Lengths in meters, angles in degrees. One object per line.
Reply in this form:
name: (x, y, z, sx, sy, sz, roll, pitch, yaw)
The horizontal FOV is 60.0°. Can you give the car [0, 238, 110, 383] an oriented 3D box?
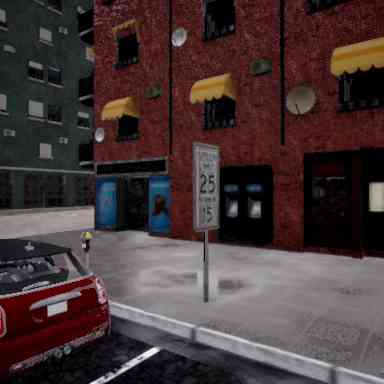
car: (-3.215, 1.439, 5.170, 4.097, 1.590, 1.967, 0, 0, 36)
